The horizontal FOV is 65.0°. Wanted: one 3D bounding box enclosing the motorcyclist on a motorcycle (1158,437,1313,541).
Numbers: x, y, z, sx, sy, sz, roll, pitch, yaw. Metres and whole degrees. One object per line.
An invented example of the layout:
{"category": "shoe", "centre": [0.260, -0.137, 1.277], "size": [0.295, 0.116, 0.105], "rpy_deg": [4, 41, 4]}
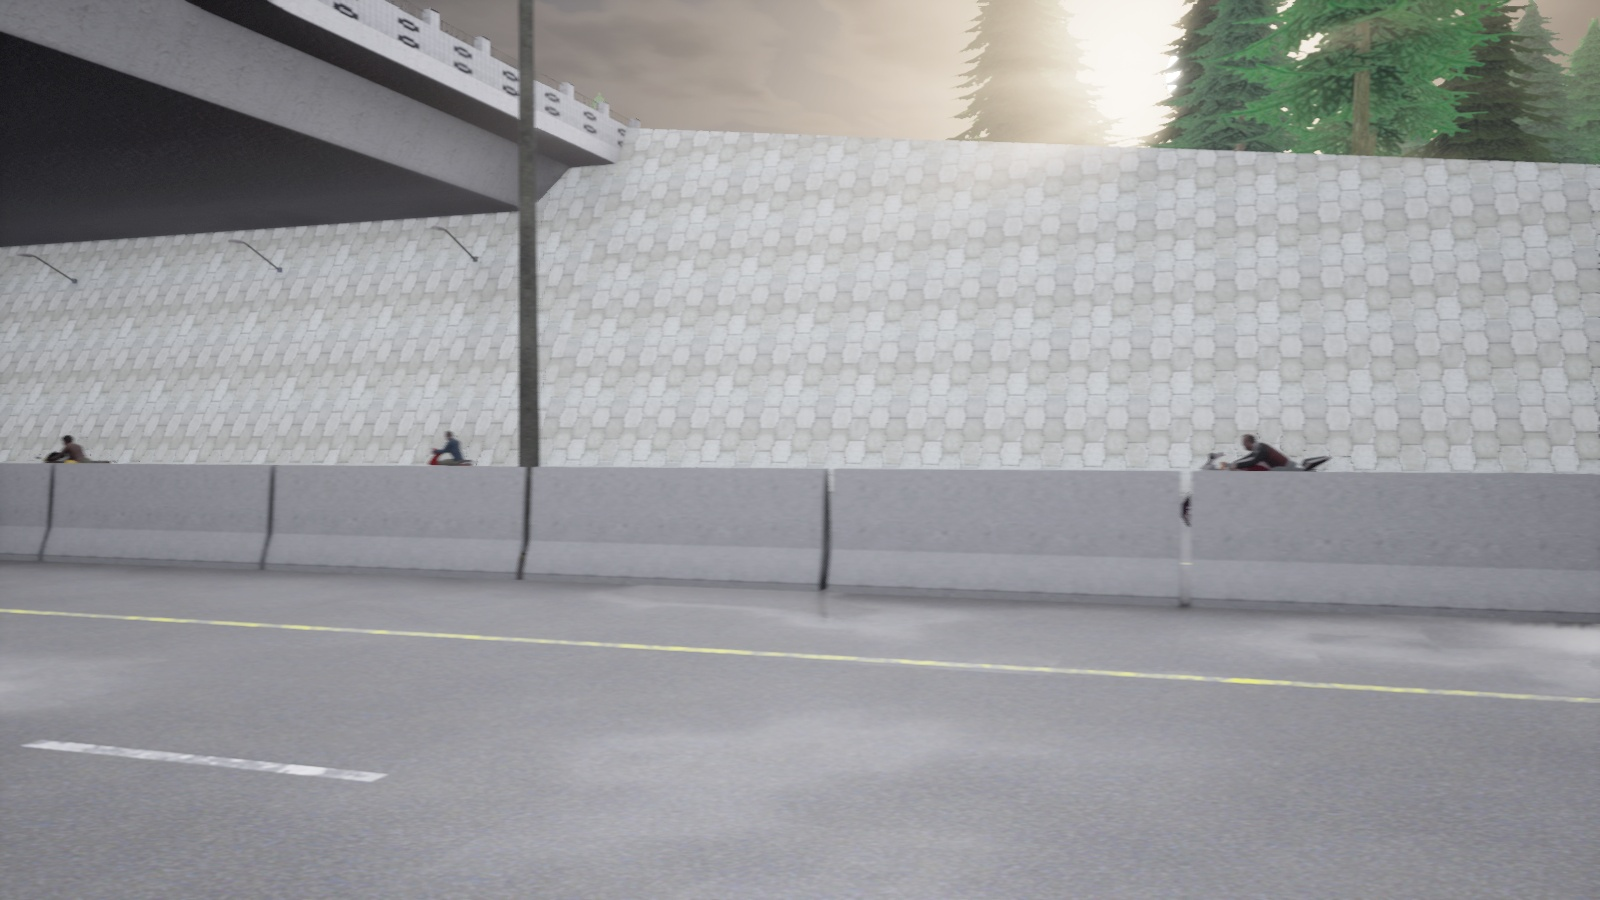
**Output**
{"category": "motorcyclist on a motorcycle", "centre": [6.703, 0.576, 19.401], "size": [2.191, 1.530, 0.866], "rpy_deg": [0, 1, 19]}

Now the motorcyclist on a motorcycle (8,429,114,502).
{"category": "motorcyclist on a motorcycle", "centre": [-15.884, 0.316, 26.999], "size": [2.044, 1.523, 0.797], "rpy_deg": [0, 1, 19]}

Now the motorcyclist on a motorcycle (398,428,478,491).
{"category": "motorcyclist on a motorcycle", "centre": [-9.266, 0.230, 32.157], "size": [1.817, 1.590, 0.866], "rpy_deg": [0, 1, 19]}
